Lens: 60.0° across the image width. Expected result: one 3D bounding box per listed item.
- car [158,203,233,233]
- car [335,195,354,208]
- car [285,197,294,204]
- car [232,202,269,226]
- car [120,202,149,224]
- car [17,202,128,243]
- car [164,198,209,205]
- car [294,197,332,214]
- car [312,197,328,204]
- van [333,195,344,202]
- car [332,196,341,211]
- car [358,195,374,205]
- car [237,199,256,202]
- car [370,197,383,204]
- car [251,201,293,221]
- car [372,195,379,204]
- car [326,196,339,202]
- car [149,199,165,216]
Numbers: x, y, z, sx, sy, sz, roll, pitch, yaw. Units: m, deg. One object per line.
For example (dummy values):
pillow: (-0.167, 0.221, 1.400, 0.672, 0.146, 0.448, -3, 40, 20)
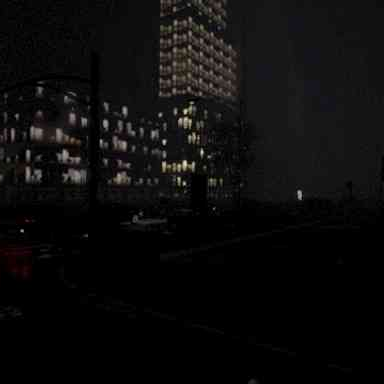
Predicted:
car: (0.334, 1.610, 19.907, 2.008, 1.369, 4.403, 1, 1, 36)
car: (23.921, 1.683, 52.025, 1.967, 1.590, 4.097, 1, 1, 36)
car: (17.080, 1.575, 56.868, 1.752, 1.417, 4.829, 1, 1, 36)
car: (3.593, 1.651, 24.315, 1.947, 1.339, 4.313, 1, 1, 36)
car: (-5.422, 1.421, 22.070, 1.837, 1.490, 4.892, 2, 1, 36)
car: (-5.811, 1.459, 16.170, 2.128, 1.511, 4.902, 2, 1, 37)
car: (0.157, 1.451, 29.609, 2.128, 1.511, 4.902, 2, 1, 37)
car: (14.092, 1.481, 38.584, 2.192, 1.841, 5.009, 1, 1, 36)
car: (27.081, 1.696, 70.395, 1.947, 1.339, 4.313, 1, 1, 36)
van: (36.984, 1.552, 83.785, 1.690, 1.788, 3.998, 1, 0, 36)
car: (17.363, 1.632, 43.069, 1.967, 1.590, 4.097, 1, 1, 36)
car: (33.921, 1.848, 65.552, 1.752, 1.417, 4.829, 1, 0, 36)
car: (6.090, 1.497, 37.620, 2.128, 1.511, 4.902, 2, 1, 37)
car: (43.719, 1.953, 78.807, 2.008, 1.369, 4.403, 1, 0, 36)
car: (6.850, 1.692, 28.722, 1.802, 1.307, 4.206, 1, 1, 36)
car: (40.424, 1.691, 74.341, 2.192, 1.841, 5.009, 1, 0, 36)
car: (33.580, 1.708, 79.186, 1.752, 1.417, 4.829, 1, 0, 36)
car: (-2.720, 1.332, 30.300, 1.967, 1.590, 4.097, 1, 1, 36)
